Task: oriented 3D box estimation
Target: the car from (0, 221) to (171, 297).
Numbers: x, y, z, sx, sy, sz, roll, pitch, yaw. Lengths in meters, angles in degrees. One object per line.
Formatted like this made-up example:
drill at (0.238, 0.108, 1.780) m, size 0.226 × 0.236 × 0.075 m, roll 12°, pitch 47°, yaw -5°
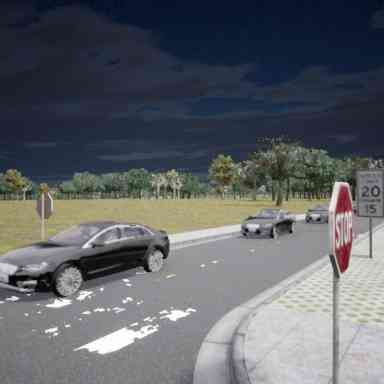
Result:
car at (-2.584, 1.578, 9.039) m, size 2.128 × 1.511 × 4.902 m, roll 0°, pitch -1°, yaw 35°

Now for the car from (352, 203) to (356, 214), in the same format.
car at (20.228, 2.073, 41.135) m, size 2.033 × 1.411 × 5.357 m, roll 0°, pitch -1°, yaw 36°

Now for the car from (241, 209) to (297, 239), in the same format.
car at (4.505, 1.723, 19.081) m, size 2.128 × 1.511 × 4.902 m, roll 0°, pitch -1°, yaw 35°

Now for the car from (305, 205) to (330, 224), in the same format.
car at (11.188, 1.850, 28.506) m, size 2.128 × 1.511 × 4.902 m, roll 0°, pitch -1°, yaw 35°
